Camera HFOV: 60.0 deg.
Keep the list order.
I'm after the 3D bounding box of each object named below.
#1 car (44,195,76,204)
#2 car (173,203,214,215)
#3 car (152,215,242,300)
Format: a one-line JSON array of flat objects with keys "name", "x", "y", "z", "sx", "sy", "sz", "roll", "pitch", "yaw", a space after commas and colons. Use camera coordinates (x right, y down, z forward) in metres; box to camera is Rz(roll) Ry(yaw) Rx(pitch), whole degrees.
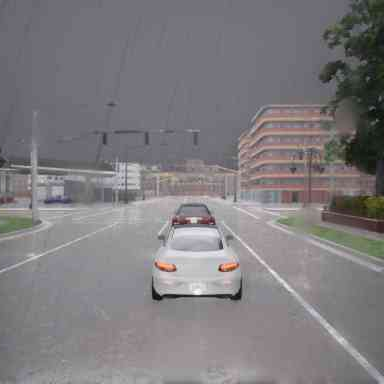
[{"name": "car", "x": -23.380, "y": 1.295, "z": 57.957, "sx": 4.611, "sy": 1.667, "sz": 2.242, "roll": 0, "pitch": 0, "yaw": 1}, {"name": "car", "x": 0.081, "y": 1.352, "z": 17.225, "sx": 2.097, "sy": 1.767, "sz": 4.553, "roll": 0, "pitch": 0, "yaw": 0}, {"name": "car", "x": 0.095, "y": 1.526, "z": 8.232, "sx": 1.812, "sy": 1.442, "sz": 4.674, "roll": 0, "pitch": 0, "yaw": 0}]
